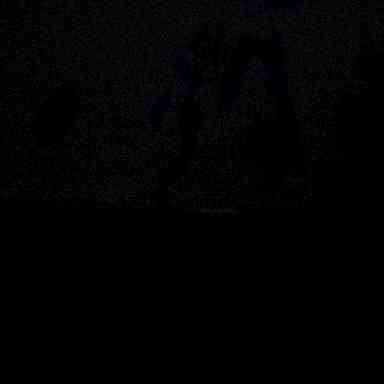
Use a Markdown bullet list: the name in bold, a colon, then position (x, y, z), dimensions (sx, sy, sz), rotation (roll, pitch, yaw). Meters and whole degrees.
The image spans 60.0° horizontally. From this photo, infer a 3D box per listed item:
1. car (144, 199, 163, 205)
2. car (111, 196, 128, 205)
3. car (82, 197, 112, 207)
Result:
- **car**: position (-8.372, 2.223, 73.079), dimensions (1.882, 1.535, 5.008), rotation (2, -1, 35)
- **car**: position (-15.538, 1.780, 67.671), dimensions (2.150, 2.045, 5.566), rotation (2, 0, 35)
- **car**: position (-17.494, 1.924, 60.133), dimensions (1.882, 1.535, 5.008), rotation (2, 0, 35)
